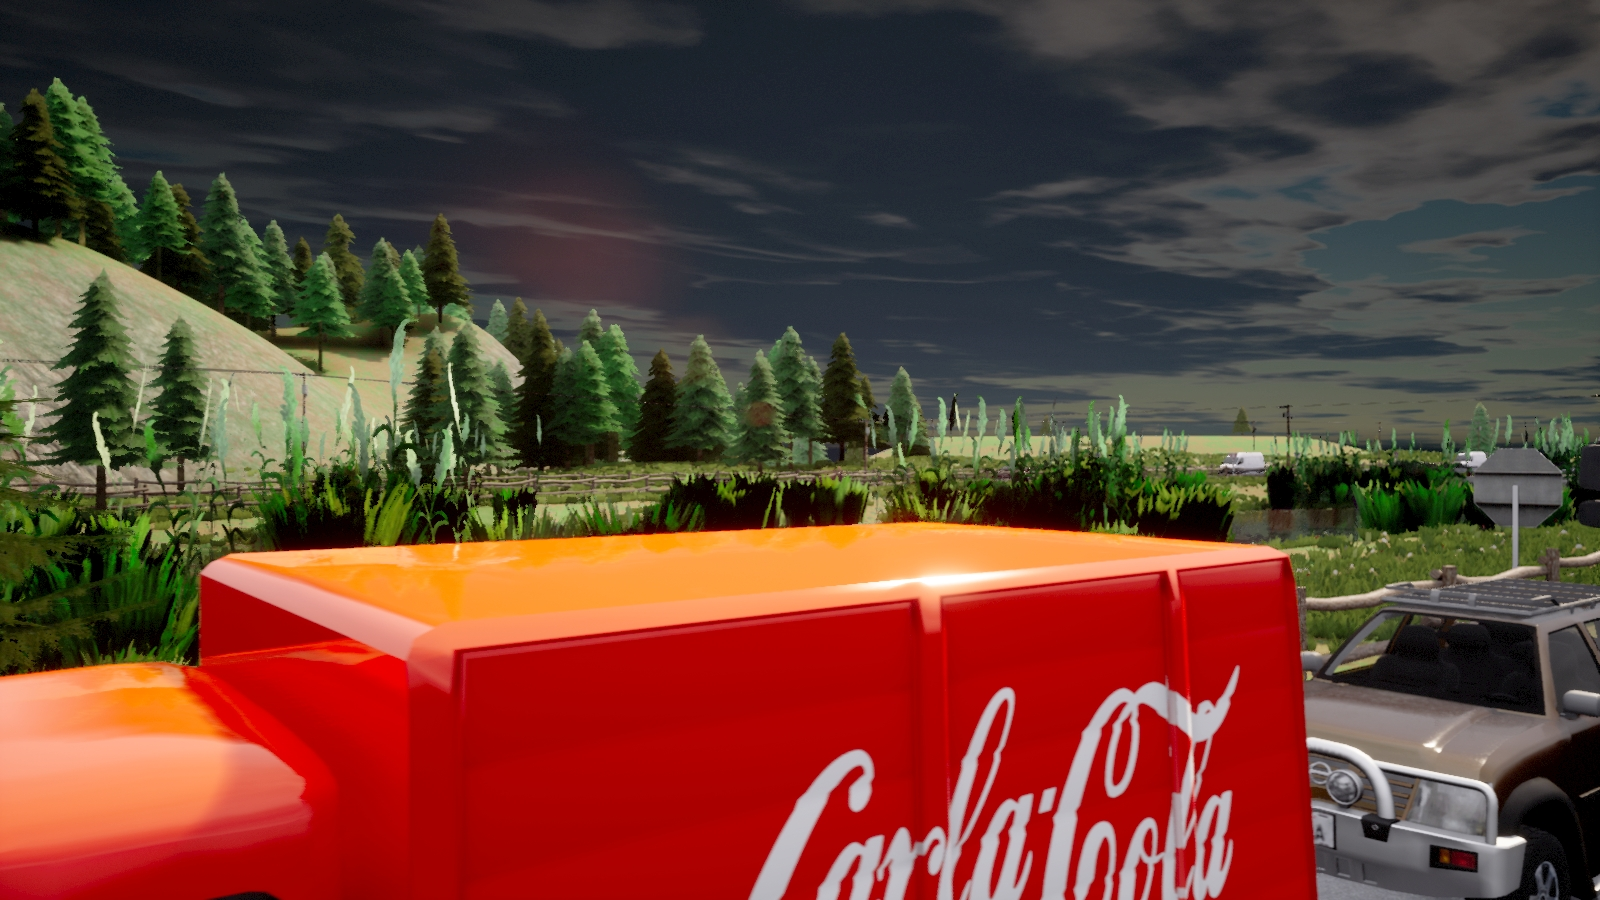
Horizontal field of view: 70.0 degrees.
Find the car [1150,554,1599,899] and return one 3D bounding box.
[{"bbox_3d":[4.587,1.827,7.741,4.605,1.855,1.932,0,0,-38],"label":"car"}]

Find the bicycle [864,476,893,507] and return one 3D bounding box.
[{"bbox_3d":[3.880,2.026,56.241,1.643,1.496,0.373,0,0,-42],"label":"bicycle"}]

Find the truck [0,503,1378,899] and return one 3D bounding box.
[{"bbox_3d":[-0.776,1.530,3.557,5.204,2.467,2.627,0,0,-38],"label":"truck"}]
